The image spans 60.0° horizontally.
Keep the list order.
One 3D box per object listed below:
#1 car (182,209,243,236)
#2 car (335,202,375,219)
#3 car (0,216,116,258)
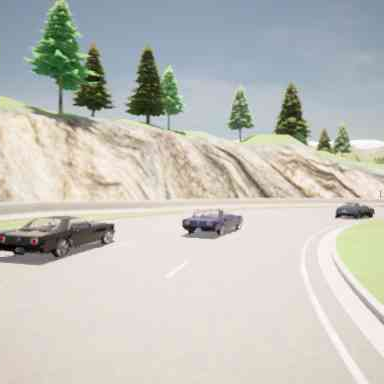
[{"bbox_3d":[1.297,1.573,18.343,1.895,1.301,4.718,1,0,26],"label":"car"},{"bbox_3d":[14.687,1.630,29.940,4.181,1.385,1.994,0,0,-39],"label":"car"},{"bbox_3d":[-4.740,1.532,12.494,1.895,1.301,4.718,1,0,16],"label":"car"}]
